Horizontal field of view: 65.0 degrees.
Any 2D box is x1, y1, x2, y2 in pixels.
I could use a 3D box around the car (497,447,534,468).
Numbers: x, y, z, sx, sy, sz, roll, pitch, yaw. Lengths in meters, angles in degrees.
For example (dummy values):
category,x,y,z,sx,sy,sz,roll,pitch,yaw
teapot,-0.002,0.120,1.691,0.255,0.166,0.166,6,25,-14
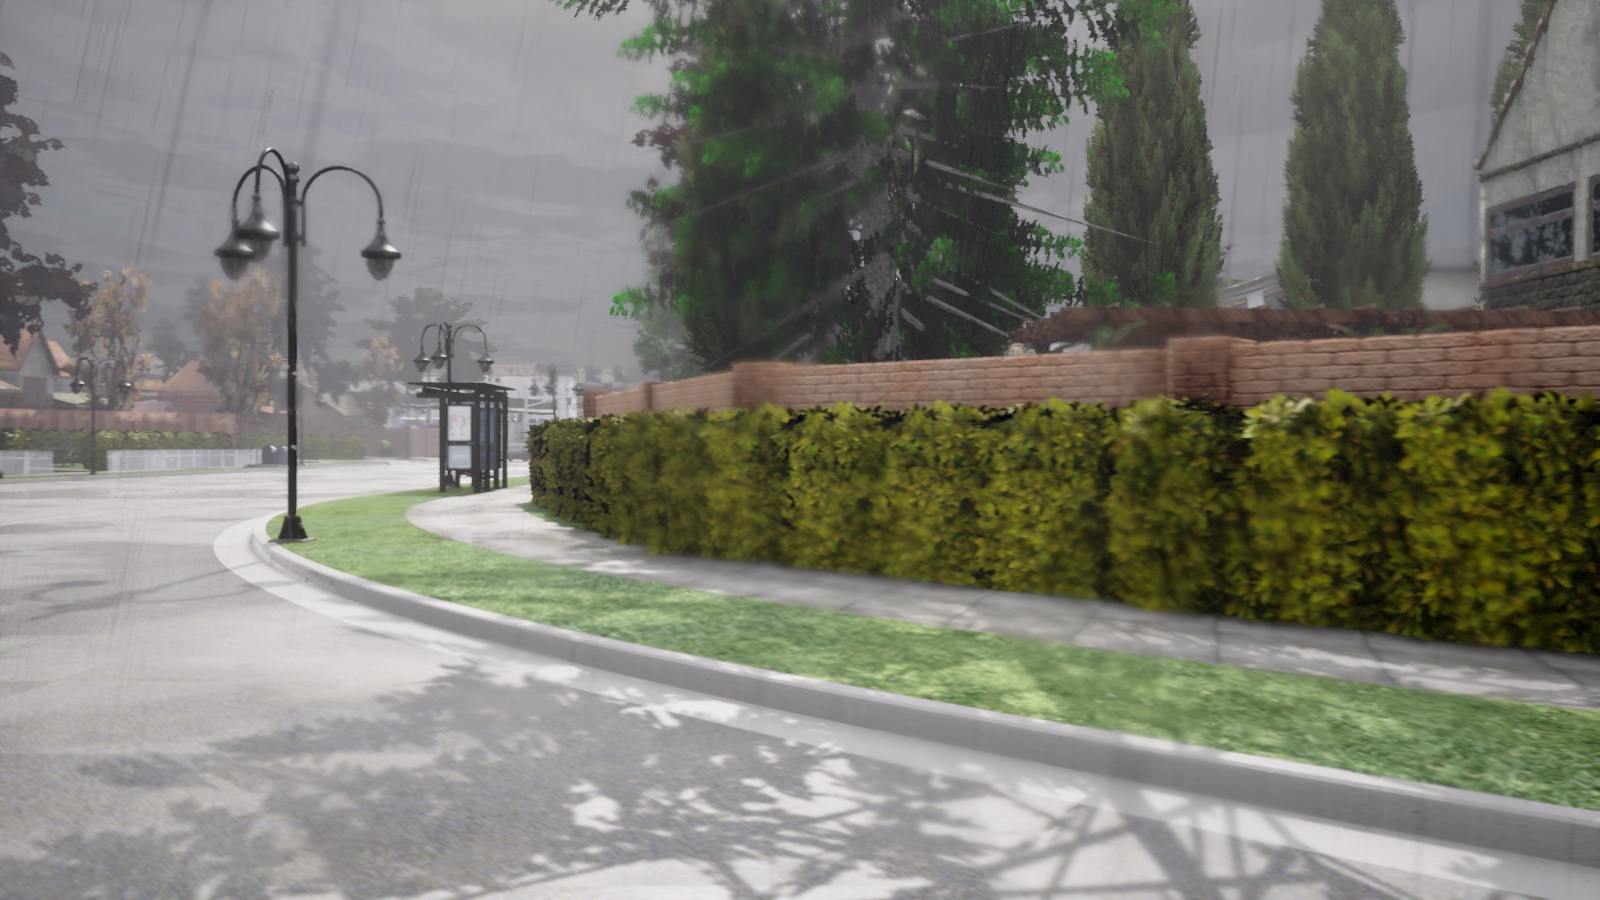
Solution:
category,x,y,z,sx,sy,sz,roll,pitch,yaw
car,-21.914,0.570,96.905,1.837,1.490,4.892,-1,0,-2
